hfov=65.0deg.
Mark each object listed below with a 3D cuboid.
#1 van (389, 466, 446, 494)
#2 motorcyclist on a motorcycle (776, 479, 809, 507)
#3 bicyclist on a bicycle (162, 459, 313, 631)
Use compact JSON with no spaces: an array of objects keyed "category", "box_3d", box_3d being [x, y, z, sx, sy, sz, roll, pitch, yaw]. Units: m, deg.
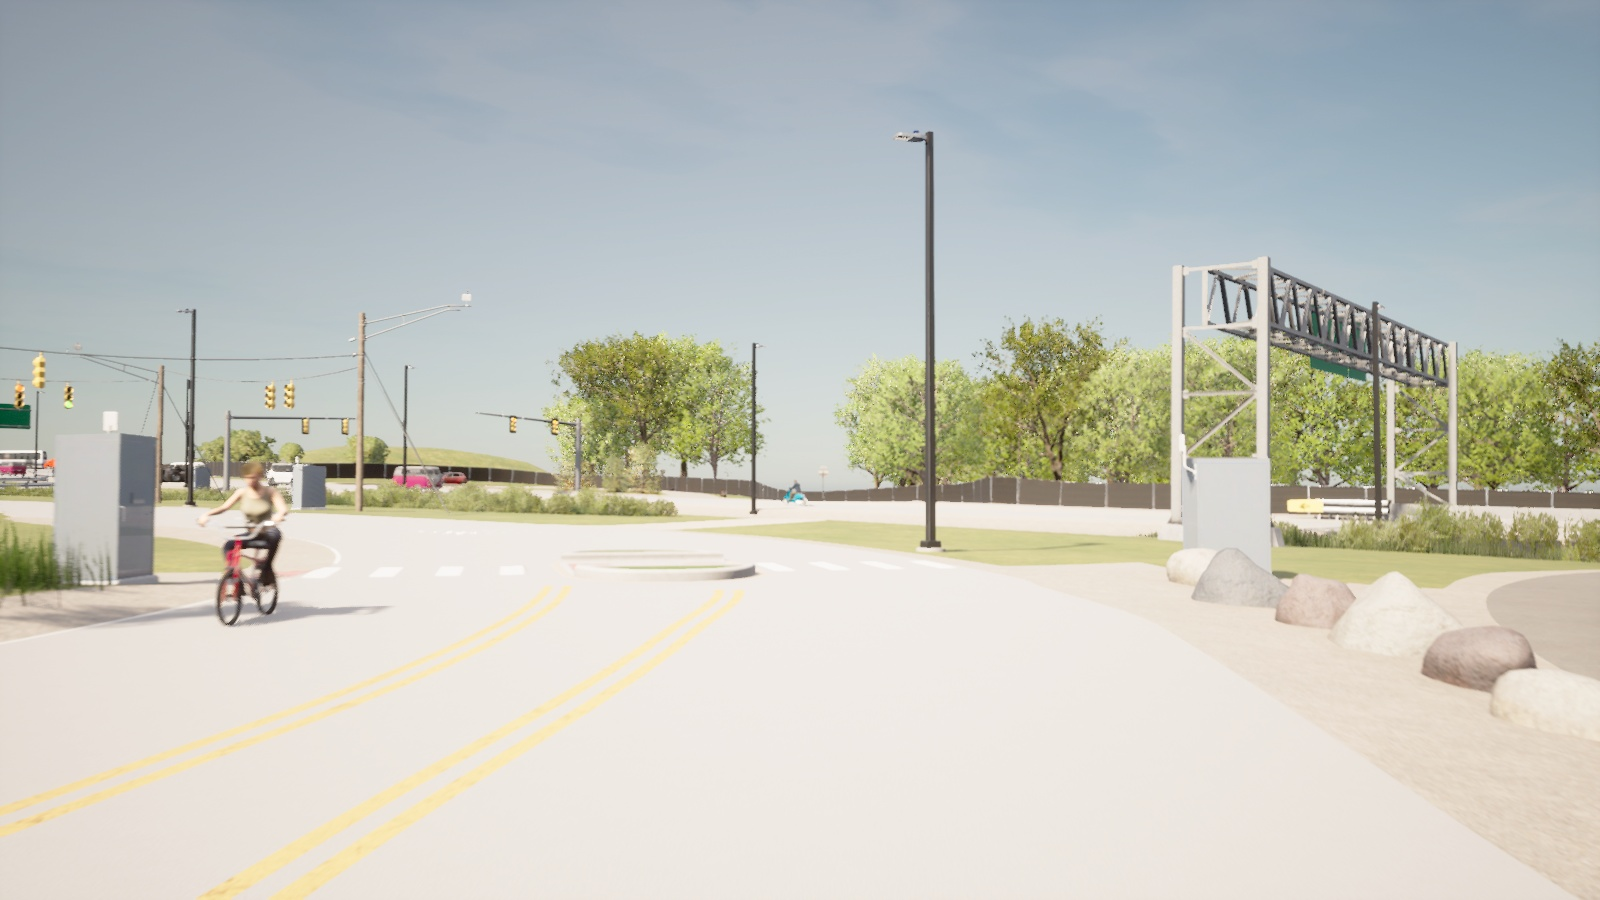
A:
[{"category":"van","box_3d":[-28.442,2.191,93.351,4.442,1.987,1.775,0,-2,39]},{"category":"motorcyclist on a motorcycle","box_3d":[-0.445,2.589,75.445,1.817,1.590,0.866,0,-2,39]},{"category":"bicyclist on a bicycle","box_3d":[-5.585,0.911,12.572,0.866,1.612,1.509,0,-1,-2]}]
